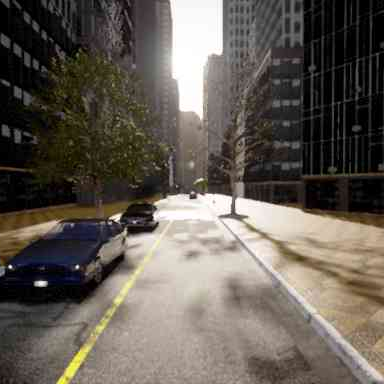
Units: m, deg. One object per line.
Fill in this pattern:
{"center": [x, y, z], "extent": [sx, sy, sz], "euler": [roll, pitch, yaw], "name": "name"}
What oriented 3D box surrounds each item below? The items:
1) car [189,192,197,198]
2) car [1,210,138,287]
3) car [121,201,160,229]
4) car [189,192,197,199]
{"center": [0.266, 0.771, 88.699], "extent": [2.128, 1.511, 4.902], "euler": [0, 0, 0], "name": "car"}
{"center": [-3.075, 1.461, 9.441], "extent": [2.033, 1.411, 5.357], "euler": [0, 1, 0], "name": "car"}
{"center": [-3.031, 1.333, 20.049], "extent": [1.837, 1.490, 4.892], "euler": [0, 0, 0], "name": "car"}
{"center": [0.235, 0.960, 78.670], "extent": [1.994, 1.385, 4.181], "euler": [0, 0, 0], "name": "car"}
